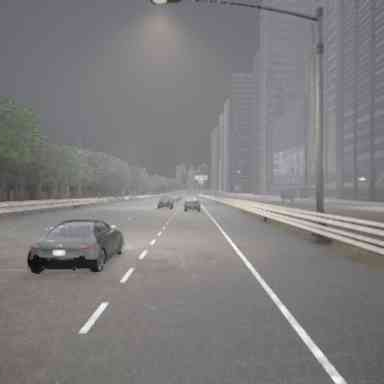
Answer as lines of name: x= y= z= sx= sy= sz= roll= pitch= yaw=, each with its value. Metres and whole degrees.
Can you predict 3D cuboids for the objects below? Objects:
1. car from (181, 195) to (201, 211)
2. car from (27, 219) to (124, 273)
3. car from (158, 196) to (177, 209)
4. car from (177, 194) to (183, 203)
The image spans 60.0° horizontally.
car: x=0.042 y=1.527 z=40.971 sx=2.128 sy=1.511 sz=4.902 roll=0 pitch=0 yaw=0
car: x=-3.499 y=1.565 z=10.753 sx=1.994 sy=1.385 sz=4.181 roll=0 pitch=0 yaw=0
car: x=-3.581 y=1.398 z=46.390 sx=2.097 sy=1.767 sz=4.553 roll=0 pitch=0 yaw=0
car: x=-3.747 y=1.654 z=76.466 sx=2.128 sy=1.511 sz=4.902 roll=0 pitch=0 yaw=0
